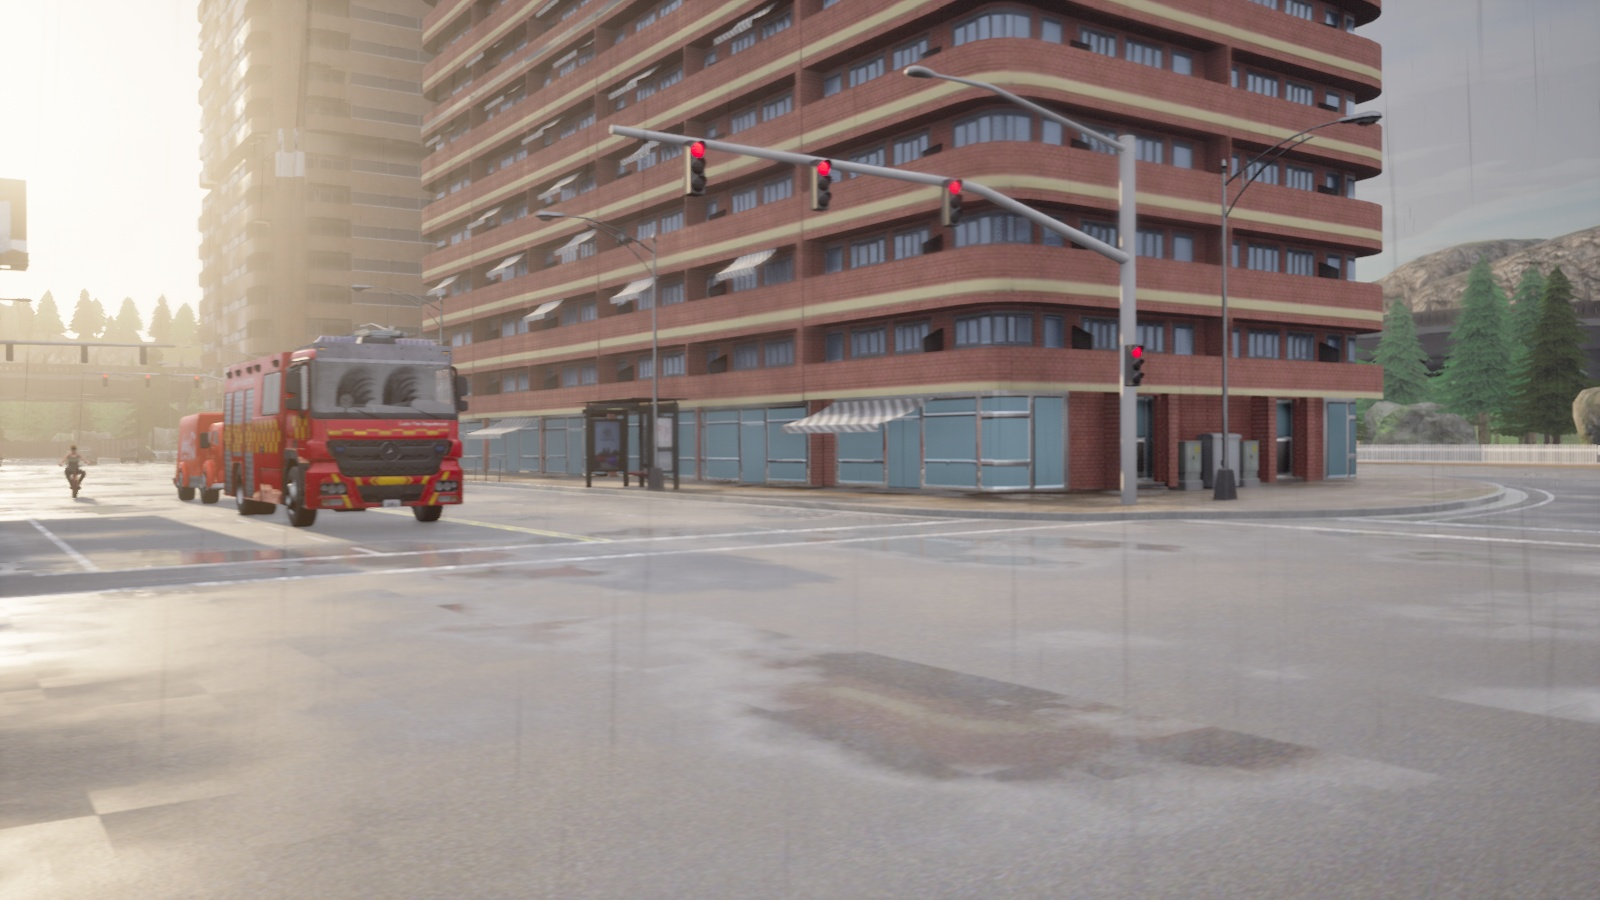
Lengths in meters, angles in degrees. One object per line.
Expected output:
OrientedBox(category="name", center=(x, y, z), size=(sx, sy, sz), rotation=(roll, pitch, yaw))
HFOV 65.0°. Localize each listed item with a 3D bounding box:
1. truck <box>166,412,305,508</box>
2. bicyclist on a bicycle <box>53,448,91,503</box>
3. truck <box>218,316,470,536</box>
OrientedBox(category="truck", center=(-15.844, 0.272, 35.066), size=(2.627, 2.467, 5.204), rotation=(-1, 0, -35))
OrientedBox(category="bicyclist on a bicycle", center=(-21.835, 0.739, 37.638), size=(0.866, 1.612, 1.509), rotation=(-1, 0, -34))
OrientedBox(category="truck", center=(-9.794, -0.429, 26.224), size=(2.891, 3.827, 8.468), rotation=(-1, 0, -34))
